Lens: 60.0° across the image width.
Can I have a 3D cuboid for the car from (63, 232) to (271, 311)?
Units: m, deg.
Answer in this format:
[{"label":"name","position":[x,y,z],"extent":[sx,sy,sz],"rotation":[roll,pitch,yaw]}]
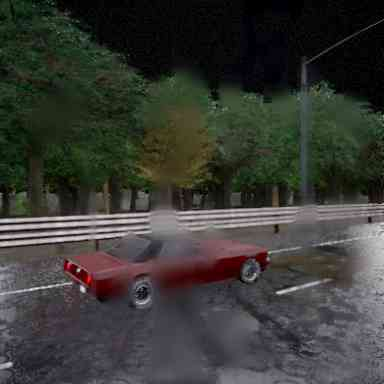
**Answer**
[{"label":"car","position":[-0.347,1.600,7.804],"extent":[4.718,1.301,1.895],"rotation":[0,0,-36]}]
